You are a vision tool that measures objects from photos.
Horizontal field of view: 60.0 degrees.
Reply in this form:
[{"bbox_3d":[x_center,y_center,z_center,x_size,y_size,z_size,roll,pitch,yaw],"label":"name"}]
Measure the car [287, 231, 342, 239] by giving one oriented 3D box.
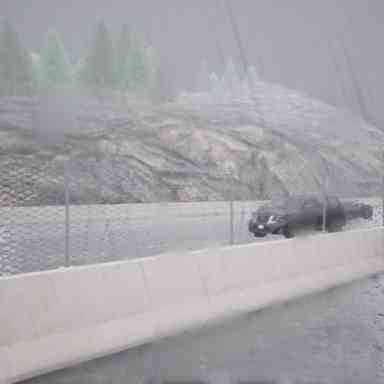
[{"bbox_3d":[5.319,1.189,16.382,5.566,2.045,2.150,0,0,-35],"label":"car"}]
